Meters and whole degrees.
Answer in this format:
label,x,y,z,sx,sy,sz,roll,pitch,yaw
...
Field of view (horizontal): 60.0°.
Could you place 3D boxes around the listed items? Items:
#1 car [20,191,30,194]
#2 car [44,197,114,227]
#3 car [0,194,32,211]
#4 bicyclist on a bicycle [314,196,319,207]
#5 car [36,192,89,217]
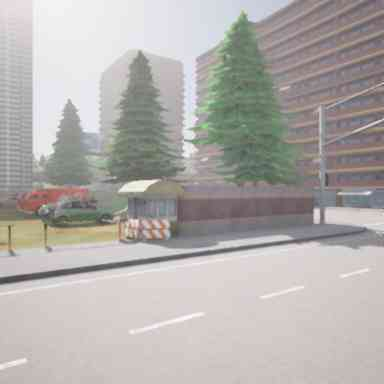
label,x,y,z,sx,sy,sz,roll,pitch,yaw
car,-25.459,1.201,46.864,3.866,1.878,1.905,0,0,-35
car,-7.160,1.336,21.677,3.988,1.617,1.851,0,0,-35
car,-24.186,1.391,44.339,4.193,1.474,1.816,0,0,-35
bicyclist on a bicycle,17.508,1.323,47.097,1.656,1.620,0.582,0,0,-35
car,-9.174,1.167,25.732,4.605,1.855,1.932,0,0,-35
